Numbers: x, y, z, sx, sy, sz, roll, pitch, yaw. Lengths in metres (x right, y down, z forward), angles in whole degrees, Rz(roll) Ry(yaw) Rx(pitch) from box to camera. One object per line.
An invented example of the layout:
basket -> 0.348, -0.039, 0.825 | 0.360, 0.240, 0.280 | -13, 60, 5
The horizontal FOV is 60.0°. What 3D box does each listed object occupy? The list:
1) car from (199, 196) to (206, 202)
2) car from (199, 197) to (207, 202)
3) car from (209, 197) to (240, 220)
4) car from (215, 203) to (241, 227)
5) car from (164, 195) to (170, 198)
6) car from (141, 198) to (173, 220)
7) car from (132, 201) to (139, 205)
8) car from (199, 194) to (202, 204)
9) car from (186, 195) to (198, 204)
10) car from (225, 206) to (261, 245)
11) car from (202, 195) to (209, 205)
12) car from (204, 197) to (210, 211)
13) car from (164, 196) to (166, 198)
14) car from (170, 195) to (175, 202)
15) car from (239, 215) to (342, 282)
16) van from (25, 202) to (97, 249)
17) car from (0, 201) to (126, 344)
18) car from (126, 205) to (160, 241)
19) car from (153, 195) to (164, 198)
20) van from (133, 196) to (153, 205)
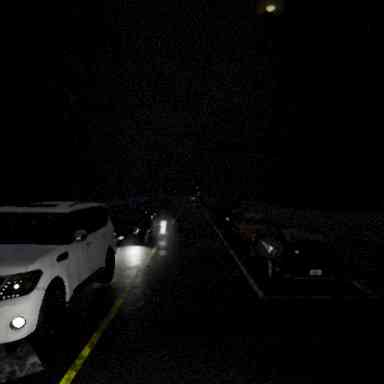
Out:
car -> 2.880, 1.905, 92.331 | 2.008, 1.369, 4.403 | 0, 0, 0
car -> 2.873, 1.897, 86.818 | 1.947, 1.339, 4.313 | 0, 0, 0
car -> 2.796, 1.404, 26.175 | 2.192, 1.841, 5.009 | 0, 0, 0
car -> 2.789, 1.619, 20.661 | 2.008, 1.369, 4.403 | 0, 0, 0
car -> -5.687, 1.531, 59.259 | 2.192, 1.841, 5.009 | 0, 0, 0
car -> -3.032, 1.605, 29.621 | 1.837, 1.490, 4.892 | 0, 0, 1
car -> -5.729, 1.653, 26.182 | 1.947, 1.339, 4.313 | 0, 0, 0
car -> 2.845, 1.680, 64.767 | 1.967, 1.590, 4.097 | 0, 0, 0
car -> 0.090, 1.858, 71.717 | 1.895, 1.301, 4.718 | 0, 0, 0
car -> 2.782, 1.573, 15.318 | 1.752, 1.417, 4.829 | 0, 0, 0
car -> 2.824, 1.615, 48.227 | 1.967, 1.590, 4.097 | 0, 0, 0
car -> 2.817, 1.679, 42.884 | 1.752, 1.417, 4.829 | 0, 0, 0
car -> -5.694, 1.739, 53.745 | 1.887, 1.381, 4.507 | 0, 0, 0
car -> -5.666, 1.598, 75.796 | 2.192, 1.841, 5.009 | 0, 0, 0
car -> 2.775, 1.577, 9.635 | 2.008, 1.369, 4.403 | 0, 0, 0
van -> -5.743, 1.386, 15.158 | 1.690, 1.788, 3.998 | 0, 0, 0
car -> -3.090, 1.235, 6.781 | 2.150, 2.045, 5.566 | 0, 0, 1
car -> -3.070, 1.600, 17.123 | 2.033, 1.411, 5.357 | 0, 0, 0
car -> -5.701, 1.488, 48.233 | 2.192, 1.841, 5.009 | 0, 0, 0
van -> -5.715, 1.471, 37.208 | 1.690, 1.788, 3.998 | 0, 0, 0
